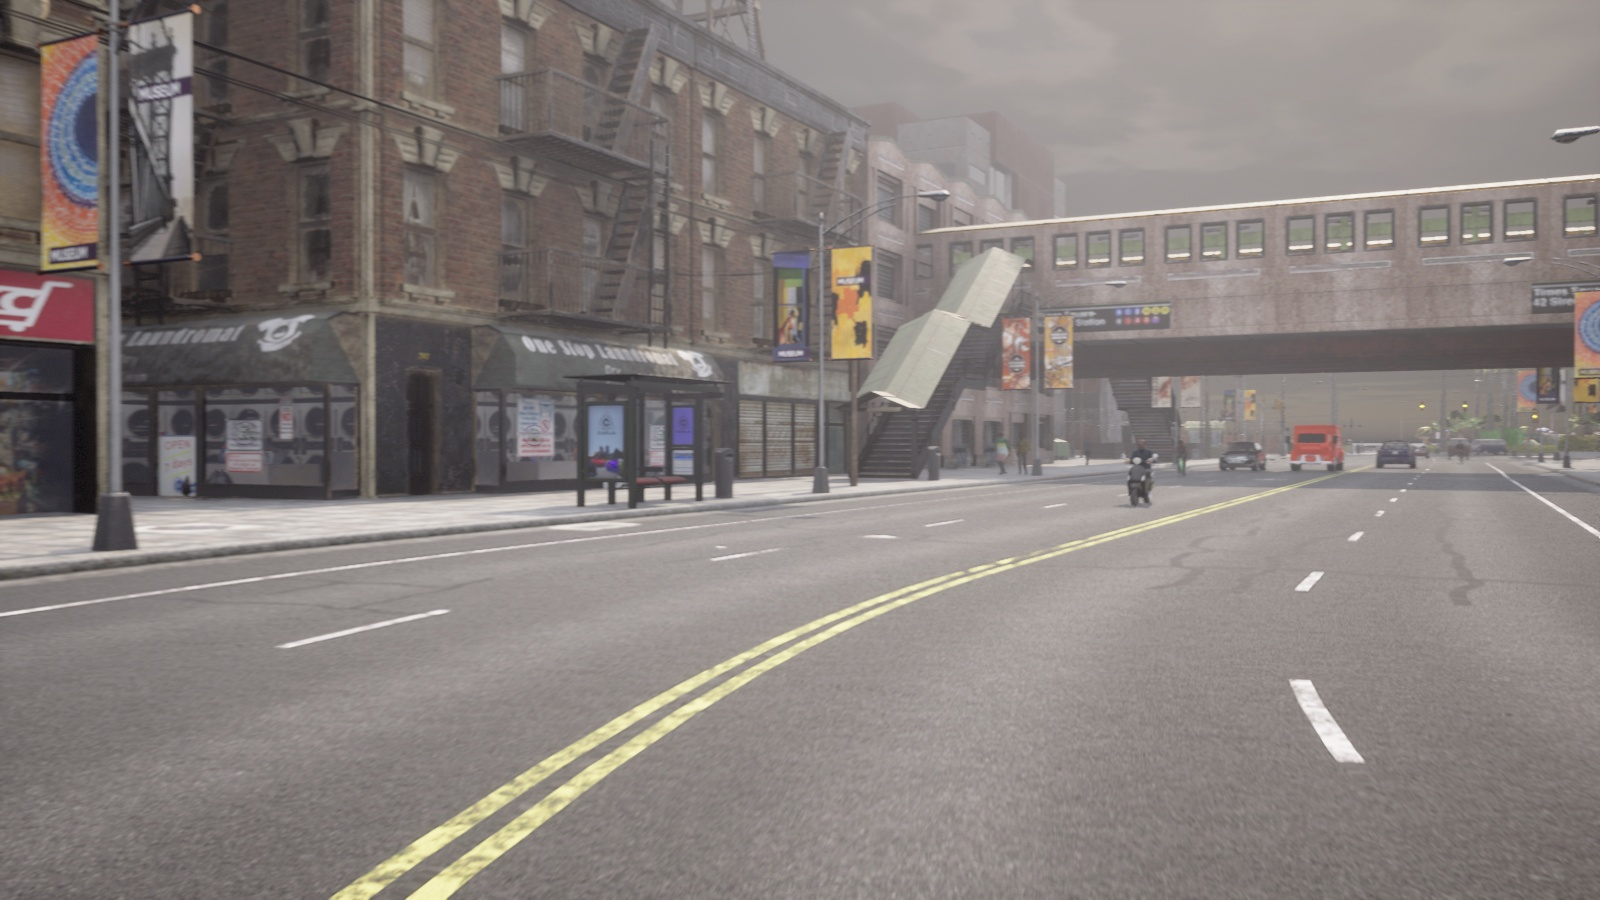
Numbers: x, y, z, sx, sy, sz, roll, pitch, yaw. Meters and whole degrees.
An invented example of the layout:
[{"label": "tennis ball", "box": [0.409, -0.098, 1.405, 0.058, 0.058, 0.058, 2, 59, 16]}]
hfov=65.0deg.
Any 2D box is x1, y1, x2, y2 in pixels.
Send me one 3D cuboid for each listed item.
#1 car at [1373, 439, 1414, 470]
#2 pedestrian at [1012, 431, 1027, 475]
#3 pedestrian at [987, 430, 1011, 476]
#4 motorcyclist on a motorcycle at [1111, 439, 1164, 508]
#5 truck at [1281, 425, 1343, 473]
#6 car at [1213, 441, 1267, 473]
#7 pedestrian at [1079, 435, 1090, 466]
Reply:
[{"label": "car", "box": [36.065, 0.249, 76.278, 2.097, 1.767, 4.553, 0, 0, 27]}, {"label": "pedestrian", "box": [9.173, 0.125, 52.573, 0.431, 1.840, 0.709, 0, 0, 27]}, {"label": "pedestrian", "box": [8.427, 0.120, 53.169, 0.659, 1.952, 0.873, 0, 0, 41]}, {"label": "motorcyclist on a motorcycle", "box": [8.074, 0.547, 29.990, 0.866, 1.590, 1.817, 0, 0, 27]}, {"label": "truck", "box": [27.586, -0.065, 67.560, 2.627, 2.467, 5.204, 0, 0, 28]}, {"label": "car", "box": [23.827, 0.342, 67.944, 2.033, 1.649, 4.856, 0, 0, 28]}, {"label": "pedestrian", "box": [16.853, 0.017, 74.422, 0.540, 1.848, 0.694, 0, 0, 22]}]
